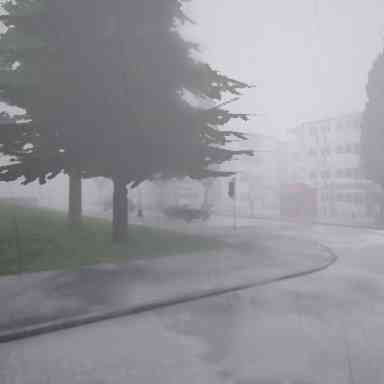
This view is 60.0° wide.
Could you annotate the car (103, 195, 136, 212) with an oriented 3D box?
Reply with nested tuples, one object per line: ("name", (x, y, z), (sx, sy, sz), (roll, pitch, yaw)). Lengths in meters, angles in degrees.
("car", (-8.730, 1.337, 39.553), (2.150, 2.045, 5.566), (1, 0, -35))

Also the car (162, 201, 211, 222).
("car", (-0.499, 1.714, 27.954), (1.895, 1.301, 4.718), (1, 0, -35))
